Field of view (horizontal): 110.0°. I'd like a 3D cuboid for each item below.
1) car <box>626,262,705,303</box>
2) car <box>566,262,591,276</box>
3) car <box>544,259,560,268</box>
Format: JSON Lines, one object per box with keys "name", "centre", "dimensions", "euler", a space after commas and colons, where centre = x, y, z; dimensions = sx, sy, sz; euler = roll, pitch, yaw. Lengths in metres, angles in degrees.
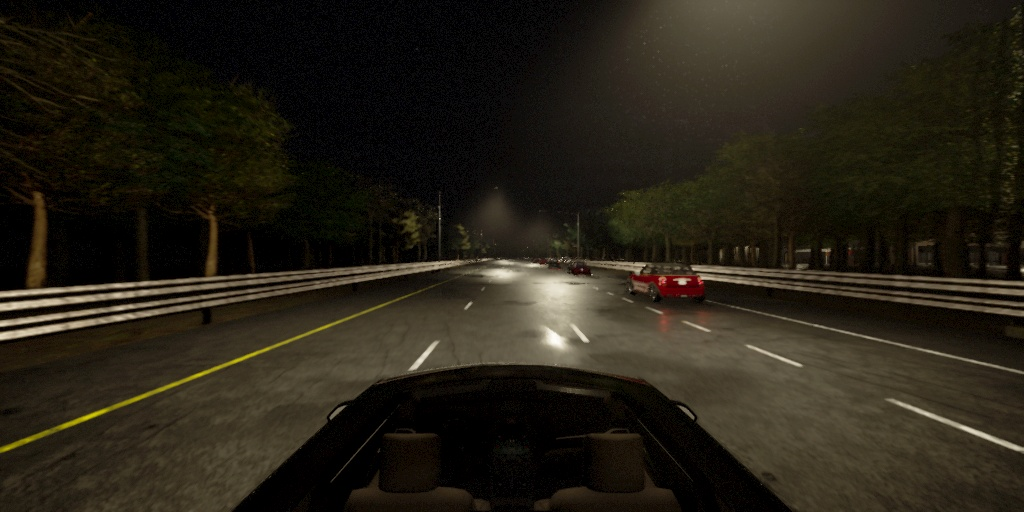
{"name": "car", "centre": [6.995, 1.109, 16.841], "dimensions": [2.097, 1.767, 4.553], "euler": [0, 0, 0]}
{"name": "car", "centre": [7.008, 1.346, 37.910], "dimensions": [1.994, 1.385, 4.181], "euler": [0, 0, 0]}
{"name": "car", "centre": [7.074, 1.311, 60.855], "dimensions": [2.128, 1.511, 4.902], "euler": [0, 0, 0]}
